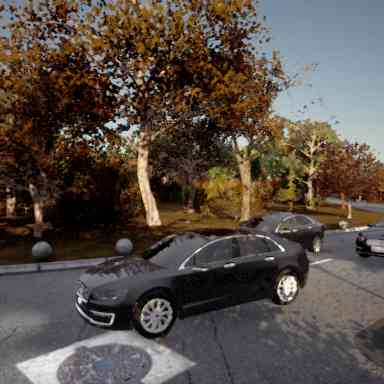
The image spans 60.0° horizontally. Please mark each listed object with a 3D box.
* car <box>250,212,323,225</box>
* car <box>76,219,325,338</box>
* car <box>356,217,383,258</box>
[{"bbox_3d":[3.040,1.543,12.204,4.892,1.490,1.837,-1,1,-40],"label":"car"},{"bbox_3d":[0.248,1.516,6.662,4.892,1.490,1.837,0,0,-32],"label":"car"},{"bbox_3d":[7.729,1.564,12.026,4.902,1.511,2.128,1,-1,-40],"label":"car"}]
